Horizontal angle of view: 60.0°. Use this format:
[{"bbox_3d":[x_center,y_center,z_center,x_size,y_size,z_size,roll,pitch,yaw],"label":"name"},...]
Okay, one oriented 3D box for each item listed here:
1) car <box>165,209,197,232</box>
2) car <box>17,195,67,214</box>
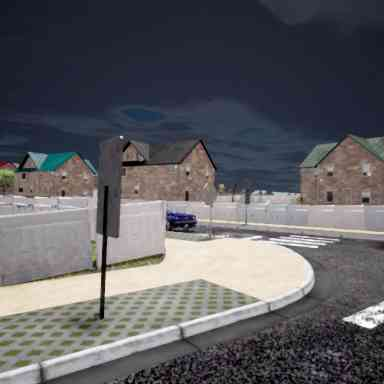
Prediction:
[{"bbox_3d":[-2.059,1.409,18.430,4.718,1.301,1.895,1,-2,36],"label":"car"},{"bbox_3d":[-11.452,1.052,25.292,4.553,1.767,2.097,1,-2,36],"label":"car"}]
